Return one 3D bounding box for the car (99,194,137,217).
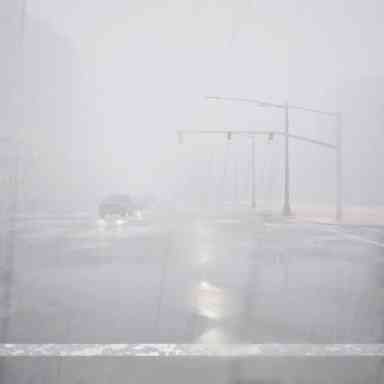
[{"bbox_3d":[-7.001,1.221,31.203,2.150,2.045,5.566,0,0,0],"label":"car"}]

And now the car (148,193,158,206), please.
[{"bbox_3d":[-6.925,1.211,54.913,2.150,2.045,5.566,0,1,0],"label":"car"}]

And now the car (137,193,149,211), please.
[{"bbox_3d":[-6.976,1.352,41.221,2.097,1.767,4.553,0,0,0],"label":"car"}]
